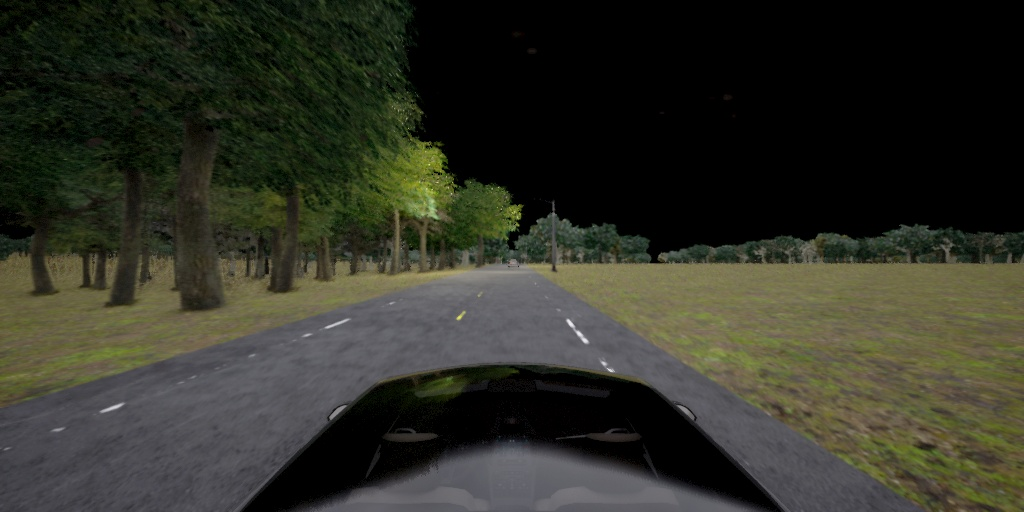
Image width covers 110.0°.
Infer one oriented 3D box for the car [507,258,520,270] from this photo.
[{"bbox_3d":[0.267,1.140,56.307,2.033,1.649,4.856,0,0,0],"label":"car"}]
